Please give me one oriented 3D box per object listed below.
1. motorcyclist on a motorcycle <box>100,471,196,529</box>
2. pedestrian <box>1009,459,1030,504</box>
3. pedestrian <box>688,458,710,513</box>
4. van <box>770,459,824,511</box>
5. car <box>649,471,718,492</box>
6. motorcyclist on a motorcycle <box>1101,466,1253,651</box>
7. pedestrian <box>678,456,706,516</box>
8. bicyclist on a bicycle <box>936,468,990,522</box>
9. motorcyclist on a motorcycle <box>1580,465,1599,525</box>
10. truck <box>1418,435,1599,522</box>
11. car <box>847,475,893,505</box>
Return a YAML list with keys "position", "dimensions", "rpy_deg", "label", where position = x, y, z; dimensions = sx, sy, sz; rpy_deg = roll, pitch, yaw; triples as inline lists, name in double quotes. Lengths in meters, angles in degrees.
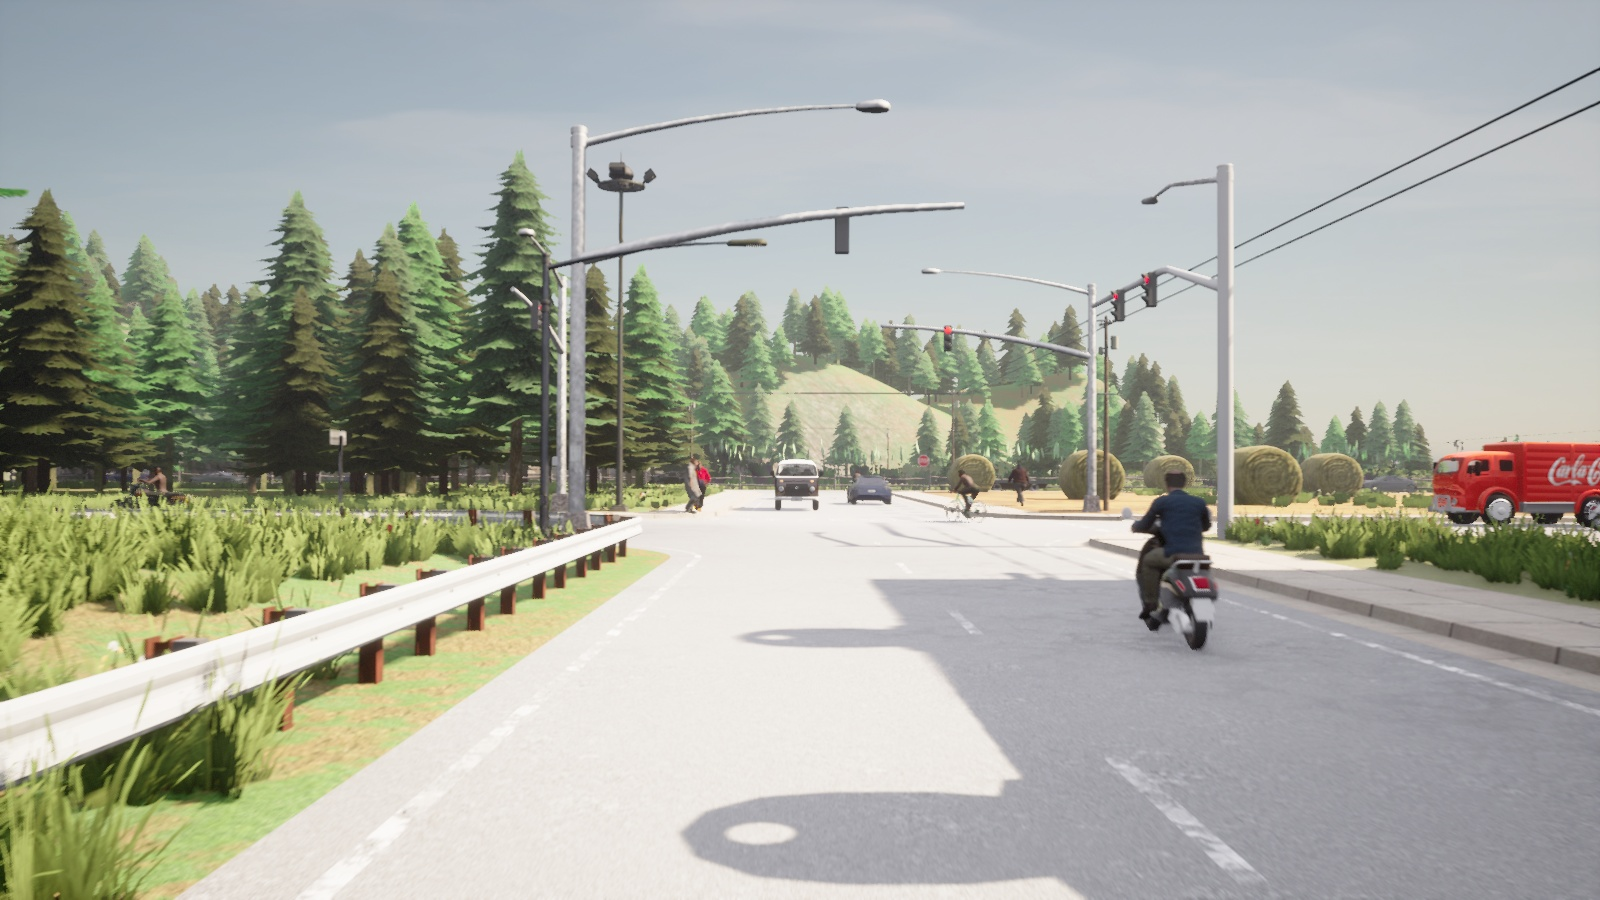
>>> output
- position: [-18.862, 1.430, 36.361]
  dimensions: [2.350, 1.649, 0.766]
  rpy_deg: [0, -1, -1]
  label: "motorcyclist on a motorcycle"
- position: [9.068, 1.291, 51.889]
  dimensions: [0.634, 1.844, 0.899]
  rpy_deg: [0, -1, -6]
  label: "pedestrian"
- position: [-3.471, 1.215, 43.169]
  dimensions: [0.634, 1.844, 0.899]
  rpy_deg: [0, -1, 3]
  label: "pedestrian"
- position: [-0.122, 1.406, 51.224]
  dimensions: [2.069, 2.038, 4.480]
  rpy_deg: [0, -1, 0]
  label: "van"
- position: [-8.872, 2.411, 95.561]
  dimensions: [5.008, 1.535, 1.882]
  rpy_deg: [0, -1, 3]
  label: "car"
- position: [3.472, 0.954, 11.755]
  dimensions: [0.866, 1.590, 1.817]
  rpy_deg: [0, -1, 0]
  label: "motorcyclist on a motorcycle"
- position: [-3.555, 1.178, 41.380]
  dimensions: [0.873, 1.952, 0.659]
  rpy_deg: [0, -1, -1]
  label: "pedestrian"
- position: [5.010, 1.386, 38.641]
  dimensions: [0.582, 1.620, 1.656]
  rpy_deg: [5, -4, -41]
  label: "bicyclist on a bicycle"
- position: [22.114, 1.200, 33.703]
  dimensions: [1.817, 1.590, 0.866]
  rpy_deg: [0, -1, -1]
  label: "motorcyclist on a motorcycle"
- position: [21.561, 0.842, 37.199]
  dimensions: [5.204, 2.467, 2.627]
  rpy_deg: [0, -1, -1]
  label: "truck"
- position: [3.356, 1.898, 60.964]
  dimensions: [1.994, 1.385, 4.181]
  rpy_deg: [0, -1, 0]
  label: "car"
